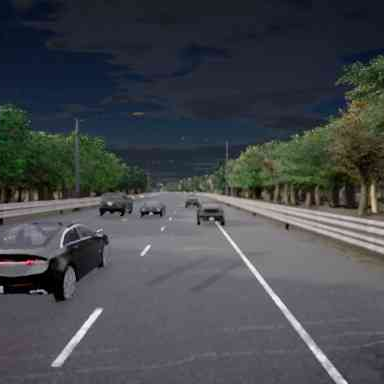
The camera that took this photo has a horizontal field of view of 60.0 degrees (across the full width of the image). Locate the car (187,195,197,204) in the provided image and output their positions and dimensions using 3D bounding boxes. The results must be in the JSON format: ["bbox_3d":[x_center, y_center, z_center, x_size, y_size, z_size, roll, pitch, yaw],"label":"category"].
[{"bbox_3d":[-0.006,1.311,60.234,1.837,1.490,4.892,0,0,0],"label":"car"}]

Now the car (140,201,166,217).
[{"bbox_3d":[-3.403,1.502,29.911,1.895,1.301,4.718,0,0,0],"label":"car"}]

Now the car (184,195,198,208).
[{"bbox_3d":[0.041,1.353,46.083,1.837,1.490,4.892,0,0,1],"label":"car"}]

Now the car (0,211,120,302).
[{"bbox_3d":[-3.401,1.464,8.184,2.128,1.511,4.902,0,0,0],"label":"car"}]

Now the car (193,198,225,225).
[{"bbox_3d":[1.222,1.429,23.131,1.837,1.490,4.892,0,0,0],"label":"car"}]

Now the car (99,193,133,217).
[{"bbox_3d":[-6.903,1.121,30.688,2.150,2.045,5.566,0,0,0],"label":"car"}]
